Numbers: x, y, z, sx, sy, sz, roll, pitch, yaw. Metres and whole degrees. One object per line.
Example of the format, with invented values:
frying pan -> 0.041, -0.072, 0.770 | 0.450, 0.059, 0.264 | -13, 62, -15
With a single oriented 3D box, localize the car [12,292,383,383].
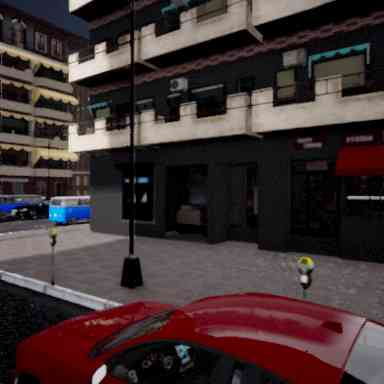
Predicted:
car -> 0.324, 1.544, 2.637 | 4.507, 1.381, 1.887 | 0, 0, 35

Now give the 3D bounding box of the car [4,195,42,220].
car -> -11.312, 1.249, 25.762 | 2.128, 1.511, 4.902 | 0, 1, 35

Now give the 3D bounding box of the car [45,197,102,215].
car -> -10.885, 1.209, 30.844 | 1.752, 1.417, 4.829 | 1, 2, 35

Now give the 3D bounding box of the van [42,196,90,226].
van -> -7.176, 1.144, 21.551 | 1.690, 1.788, 3.998 | 1, 2, 35

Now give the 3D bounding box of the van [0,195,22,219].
van -> -14.011, 1.100, 26.400 | 1.690, 1.788, 3.998 | 1, 2, 35
